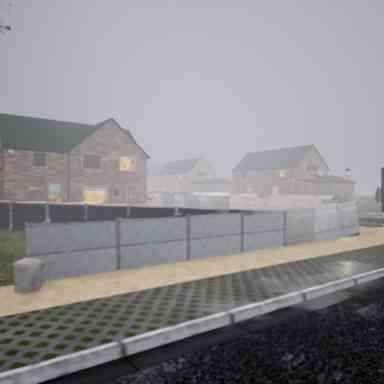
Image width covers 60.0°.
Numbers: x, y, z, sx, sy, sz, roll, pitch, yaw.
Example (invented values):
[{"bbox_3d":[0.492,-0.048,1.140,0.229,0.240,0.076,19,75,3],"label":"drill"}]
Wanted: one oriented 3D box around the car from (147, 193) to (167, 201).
[{"bbox_3d":[-5.559,0.809,50.640,1.994,1.385,4.181,0,1,-35],"label":"car"}]
